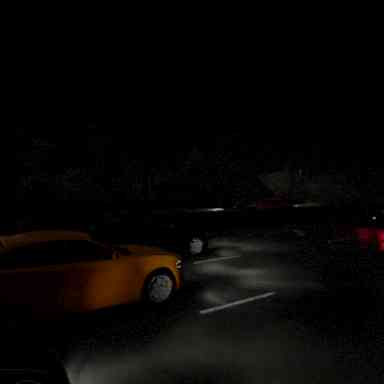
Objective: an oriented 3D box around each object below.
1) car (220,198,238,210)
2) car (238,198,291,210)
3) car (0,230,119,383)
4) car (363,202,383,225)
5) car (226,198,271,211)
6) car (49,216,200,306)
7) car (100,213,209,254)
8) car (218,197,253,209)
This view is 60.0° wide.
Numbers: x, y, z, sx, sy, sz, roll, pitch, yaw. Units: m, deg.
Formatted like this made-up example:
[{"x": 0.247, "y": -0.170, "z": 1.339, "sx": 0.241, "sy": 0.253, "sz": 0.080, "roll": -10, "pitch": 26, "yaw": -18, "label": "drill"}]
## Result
[{"x": 5.349, "y": 1.405, "z": 33.580, "sx": 4.674, "sy": 1.442, "sz": 1.812, "roll": 0, "pitch": 0, "yaw": -35, "label": "car"}, {"x": 6.916, "y": 1.360, "z": 30.400, "sx": 5.008, "sy": 1.535, "sz": 1.882, "roll": 0, "pitch": 0, "yaw": -35, "label": "car"}, {"x": -2.943, "y": 1.361, "z": 1.648, "sx": 4.553, "sy": 1.767, "sz": 2.097, "roll": -1, "pitch": 0, "yaw": -36, "label": "car"}, {"x": 13.107, "y": 1.374, "z": 21.697, "sx": 4.902, "sy": 1.511, "sz": 2.128, "roll": 0, "pitch": 0, "yaw": -36, "label": "car"}, {"x": 6.650, "y": 1.406, "z": 38.778, "sx": 5.357, "sy": 1.411, "sz": 2.033, "roll": 0, "pitch": 0, "yaw": -35, "label": "car"}, {"x": -2.468, "y": 1.470, "z": 6.286, "sx": 5.008, "sy": 1.535, "sz": 1.882, "roll": 0, "pitch": 0, "yaw": -36, "label": "car"}, {"x": -1.714, "y": 1.452, "z": 11.123, "sx": 5.008, "sy": 1.535, "sz": 1.882, "roll": 0, "pitch": 0, "yaw": -36, "label": "car"}, {"x": 5.572, "y": 1.416, "z": 42.299, "sx": 4.181, "sy": 1.385, "sz": 1.994, "roll": 0, "pitch": 0, "yaw": -35, "label": "car"}]
